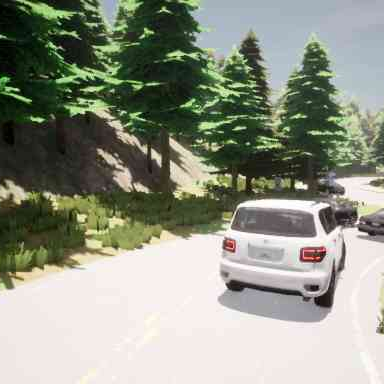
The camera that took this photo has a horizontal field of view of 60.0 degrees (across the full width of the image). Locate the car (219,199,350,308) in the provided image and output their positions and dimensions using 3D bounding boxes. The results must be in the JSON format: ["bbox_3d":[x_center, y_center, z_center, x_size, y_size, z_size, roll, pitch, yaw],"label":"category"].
[{"bbox_3d":[2.552,1.200,8.380,2.150,2.045,5.566,3,2,27],"label":"car"}]

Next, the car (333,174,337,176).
[{"bbox_3d":[27.445,-3.067,66.164,1.882,1.535,5.008,4,6,38],"label":"car"}]

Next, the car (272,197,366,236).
[{"bbox_3d":[6.777,1.157,17.572,4.902,1.511,2.128,-1,4,-34],"label":"car"}]

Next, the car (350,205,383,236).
[{"bbox_3d":[10.136,1.414,15.830,5.357,1.411,2.033,-1,5,-32],"label":"car"}]

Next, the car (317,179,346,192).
[{"bbox_3d":[16.080,-0.553,38.930,1.882,1.535,5.008,-1,5,-2],"label":"car"}]
